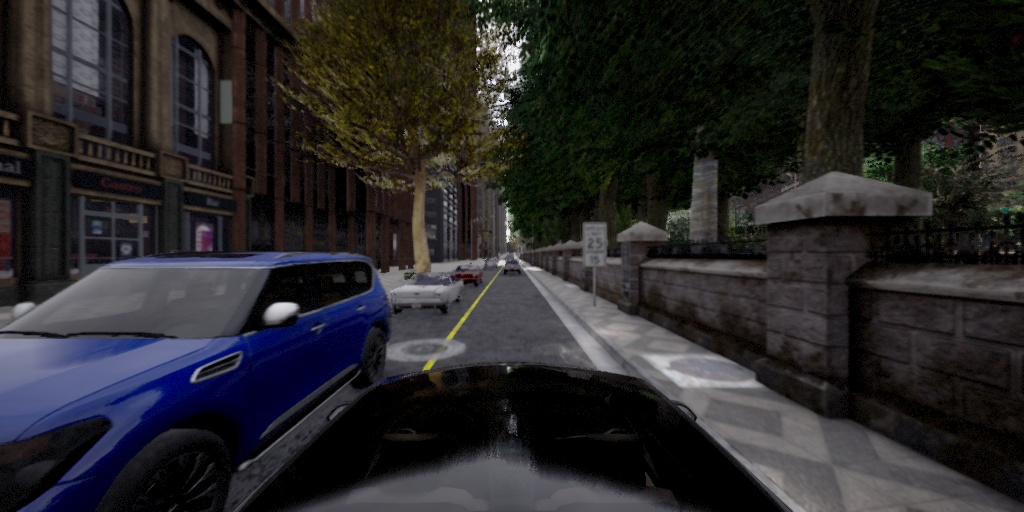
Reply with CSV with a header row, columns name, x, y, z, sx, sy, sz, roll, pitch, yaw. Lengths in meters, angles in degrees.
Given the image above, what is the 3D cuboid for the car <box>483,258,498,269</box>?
name,x,y,z,sx,sy,sz,roll,pitch,yaw
car,-2.996,1.081,51.398,2.128,1.511,4.902,0,0,0

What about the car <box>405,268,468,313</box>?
name,x,y,z,sx,sy,sz,roll,pitch,yaw
car,-3.061,1.295,13.739,1.895,1.301,4.718,0,0,0

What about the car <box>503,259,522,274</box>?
name,x,y,z,sx,sy,sz,roll,pitch,yaw
car,0.048,1.154,38.445,2.033,1.411,5.357,0,0,1

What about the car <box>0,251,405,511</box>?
name,x,y,z,sx,sy,sz,roll,pitch,yaw
car,-3.099,0.961,3.920,2.150,2.045,5.566,0,0,0

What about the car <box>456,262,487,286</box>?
name,x,y,z,sx,sy,sz,roll,pitch,yaw
car,-2.998,1.253,23.952,1.895,1.301,4.718,0,0,0
